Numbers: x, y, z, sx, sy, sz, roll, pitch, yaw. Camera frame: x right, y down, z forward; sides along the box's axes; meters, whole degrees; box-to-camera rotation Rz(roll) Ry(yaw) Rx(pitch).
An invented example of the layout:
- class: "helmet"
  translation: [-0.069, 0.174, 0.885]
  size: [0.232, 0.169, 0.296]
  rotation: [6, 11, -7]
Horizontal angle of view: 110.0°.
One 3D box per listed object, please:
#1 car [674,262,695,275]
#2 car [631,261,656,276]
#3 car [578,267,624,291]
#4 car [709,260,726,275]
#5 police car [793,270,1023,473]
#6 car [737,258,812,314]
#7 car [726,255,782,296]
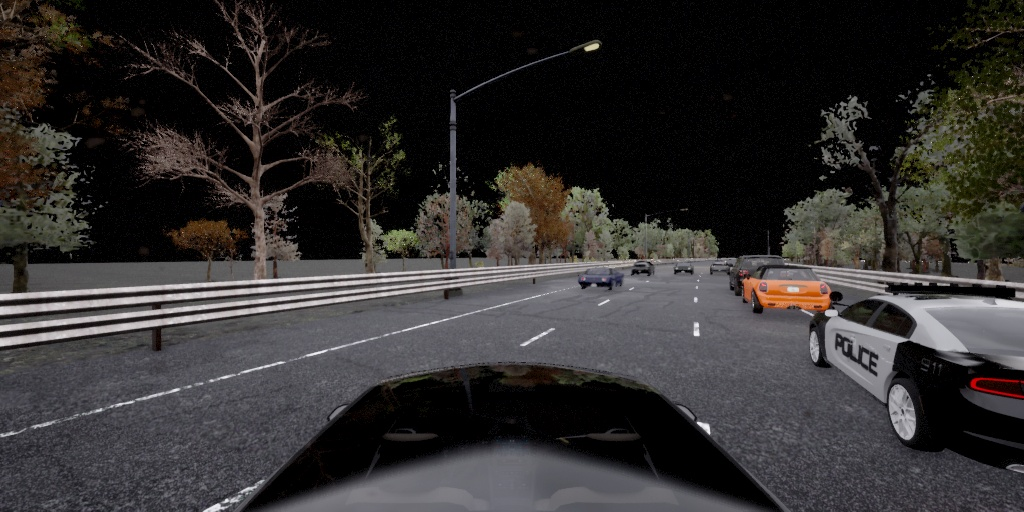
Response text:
- class: "car"
  translation: [19.202, 1.369, 39.907]
  size: [1.895, 1.301, 4.718]
  rotation: [0, 0, 29]
- class: "car"
  translation: [13.642, 1.268, 37.101]
  size: [1.837, 1.490, 4.892]
  rotation: [0, 0, 29]
- class: "car"
  translation: [5.673, 1.354, 22.261]
  size: [1.895, 1.301, 4.718]
  rotation: [0, 0, 28]
- class: "car"
  translation: [22.697, 1.262, 39.157]
  size: [2.128, 1.511, 4.902]
  rotation: [0, 0, 30]
- class: "police car"
  translation: [5.644, 1.175, 4.758]
  size: [1.930, 1.638, 5.238]
  rotation: [0, 0, 26]
- class: "car"
  translation: [10.035, 1.102, 13.446]
  size: [2.097, 1.767, 4.553]
  rotation: [0, 0, 27]
- class: "car"
  translation: [12.789, 0.978, 18.759]
  size: [2.150, 2.045, 5.566]
  rotation: [0, 0, 28]
